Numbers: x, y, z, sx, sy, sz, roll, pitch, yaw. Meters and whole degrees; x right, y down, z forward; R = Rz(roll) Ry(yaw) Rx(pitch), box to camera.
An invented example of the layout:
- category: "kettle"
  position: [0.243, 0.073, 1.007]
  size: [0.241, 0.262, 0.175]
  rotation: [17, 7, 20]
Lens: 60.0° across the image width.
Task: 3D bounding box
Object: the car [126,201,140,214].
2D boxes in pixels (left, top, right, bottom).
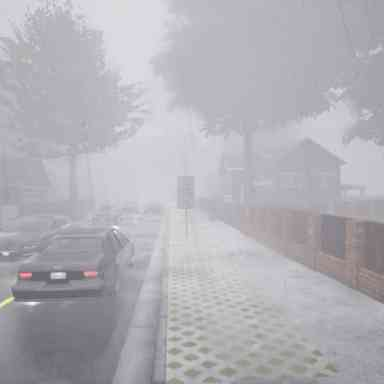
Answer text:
- category: "car"
  position: [-7.499, 1.827, 40.552]
  size: [1.882, 1.535, 5.008]
  rotation: [-1, 0, -3]

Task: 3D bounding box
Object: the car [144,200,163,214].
- category: "car"
  position: [-4.566, 1.916, 39.055]
  size: [1.895, 1.301, 4.718]
  rotation: [-1, 0, -3]

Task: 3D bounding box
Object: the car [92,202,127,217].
- category: "car"
  position: [-6.645, 1.776, 26.545]
  size: [1.812, 1.442, 4.674]
  rotation: [-1, -1, -4]

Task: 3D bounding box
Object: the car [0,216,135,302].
- category: "car"
  position: [-2.636, 1.616, 8.650]
  size: [2.033, 1.411, 5.357]
  rotation: [-1, 0, -4]

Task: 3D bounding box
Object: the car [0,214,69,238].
- category: "car"
  position: [-5.737, 1.633, 12.401]
  size: [1.837, 1.490, 4.892]
  rotation: [-1, 0, -4]
